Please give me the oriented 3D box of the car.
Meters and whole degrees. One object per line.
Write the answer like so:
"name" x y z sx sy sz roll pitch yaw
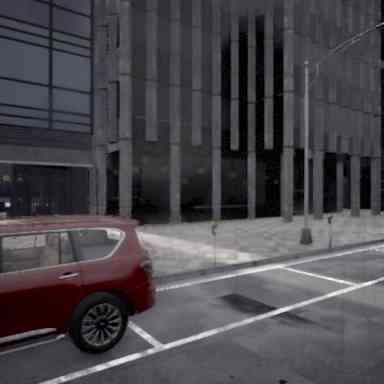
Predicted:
"car" -2.884 1.316 4.589 5.009 1.841 2.192 0 0 -35
